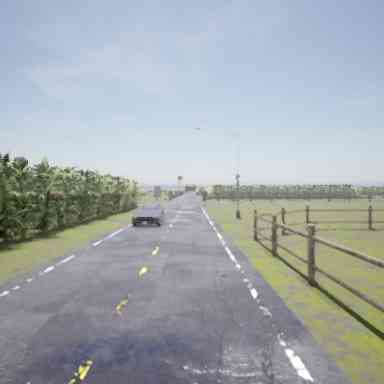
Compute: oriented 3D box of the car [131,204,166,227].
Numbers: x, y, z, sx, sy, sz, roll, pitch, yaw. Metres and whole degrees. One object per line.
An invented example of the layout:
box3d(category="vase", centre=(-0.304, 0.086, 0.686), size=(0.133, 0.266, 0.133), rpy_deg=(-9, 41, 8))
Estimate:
box3d(category="car", centre=(-2.844, 1.510, 22.803), size=(2.033, 1.411, 5.357), rpy_deg=(0, 0, 0))
